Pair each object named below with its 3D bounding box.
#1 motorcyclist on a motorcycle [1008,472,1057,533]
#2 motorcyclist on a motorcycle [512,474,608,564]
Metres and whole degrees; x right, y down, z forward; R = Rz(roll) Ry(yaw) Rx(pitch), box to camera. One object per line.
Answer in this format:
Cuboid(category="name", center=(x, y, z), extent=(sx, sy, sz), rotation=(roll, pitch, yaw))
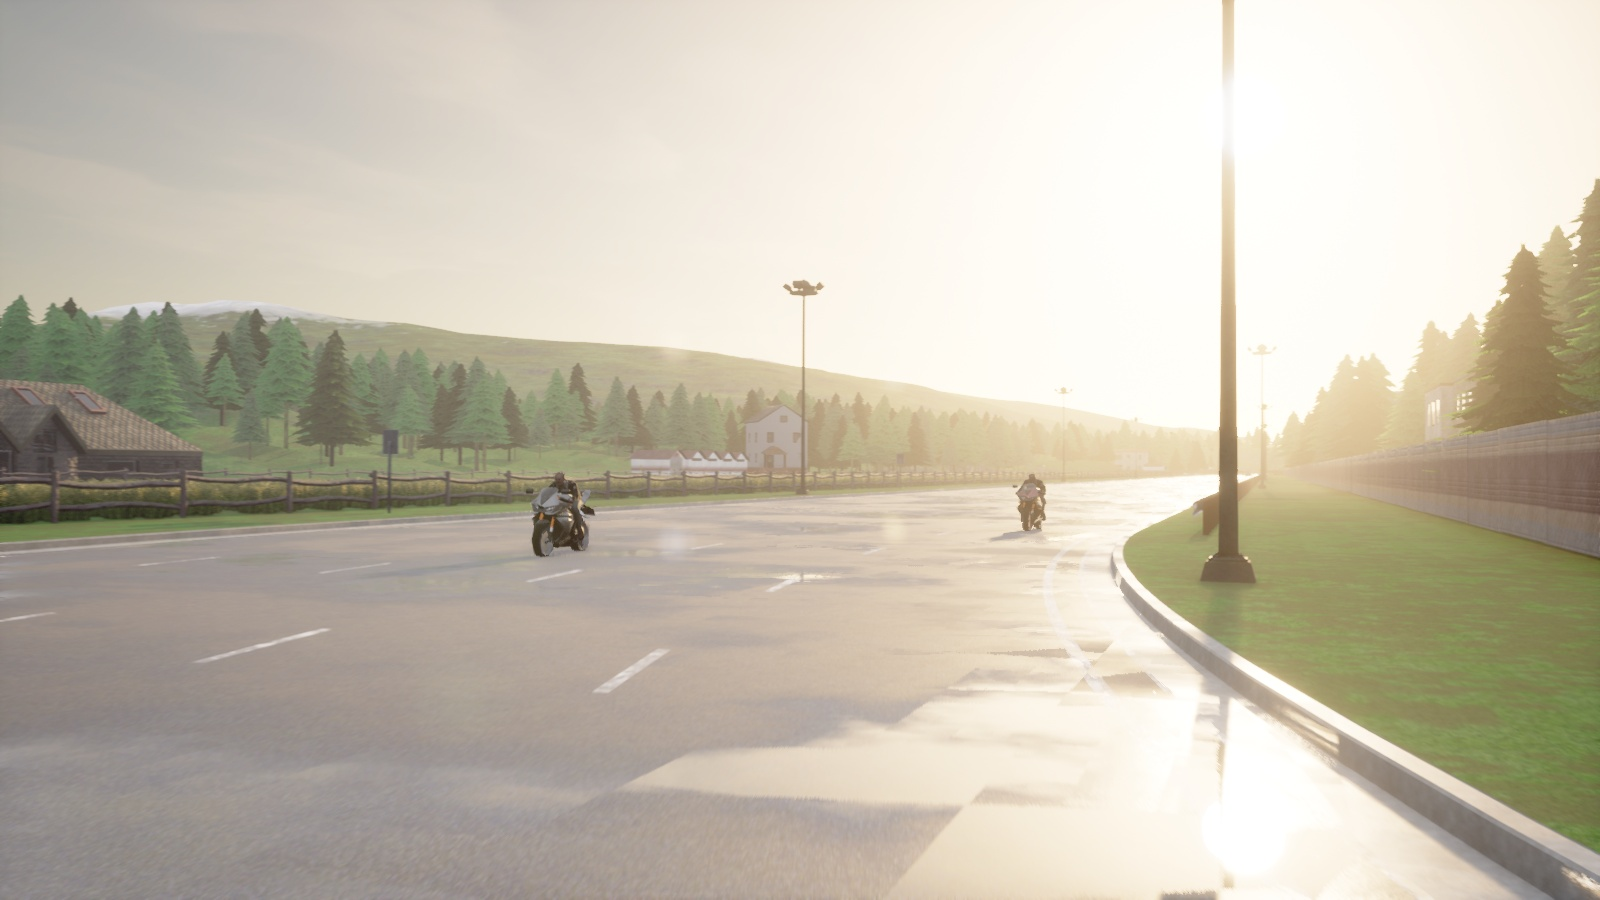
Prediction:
Cuboid(category="motorcyclist on a motorcycle", center=(6.020, 1.326, 32.430), extent=(0.866, 1.530, 2.191), rotation=(0, -1, 20))
Cuboid(category="motorcyclist on a motorcycle", center=(-4.305, 1.210, 22.748), extent=(0.866, 1.530, 2.191), rotation=(0, -1, 14))
